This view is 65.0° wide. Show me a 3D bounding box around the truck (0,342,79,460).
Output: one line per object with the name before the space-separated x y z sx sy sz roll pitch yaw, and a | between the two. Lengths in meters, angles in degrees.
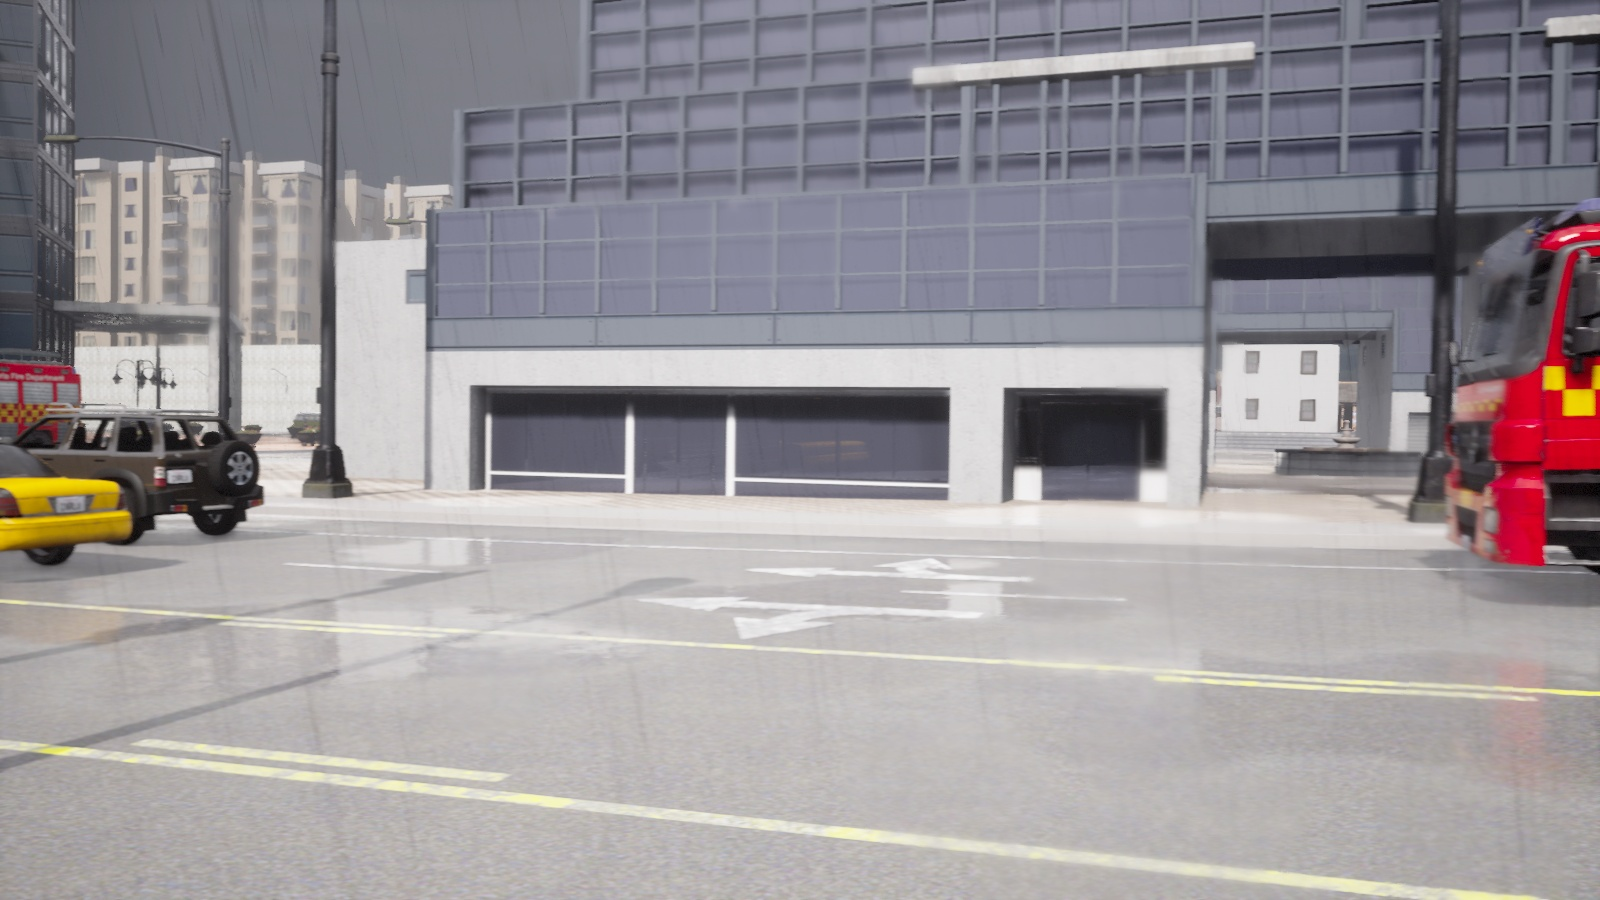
truck | -27.758 -1.617 40.010 2.891 3.827 8.468 2 2 19

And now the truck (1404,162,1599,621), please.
truck | 10.086 -0.500 10.861 8.468 3.827 2.891 0 1 19

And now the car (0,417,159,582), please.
car | -9.879 0.407 13.820 5.366 1.575 1.801 1 1 19

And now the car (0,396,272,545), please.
car | -9.968 0.207 17.603 4.605 1.855 1.932 1 1 19
